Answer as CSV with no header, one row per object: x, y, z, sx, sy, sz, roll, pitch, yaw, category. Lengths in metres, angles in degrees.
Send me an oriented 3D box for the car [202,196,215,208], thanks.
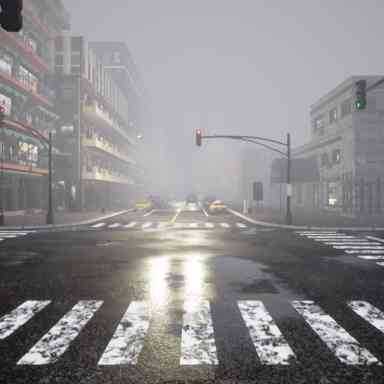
2.671,1.611,44.987,1.802,1.307,4.206,0,0,0,car

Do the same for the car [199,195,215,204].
2.670,1.351,50.526,2.192,1.841,5.009,0,0,0,car

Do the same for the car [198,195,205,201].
2.650,1.632,89.471,1.752,1.417,4.829,0,0,0,car

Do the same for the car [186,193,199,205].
-0.028,1.403,60.684,2.097,1.767,4.553,0,0,0,car

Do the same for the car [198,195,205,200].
2.648,1.670,94.840,2.008,1.369,4.403,0,0,0,car

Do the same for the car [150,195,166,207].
-5.711,1.351,50.522,2.192,1.841,5.009,0,0,0,car

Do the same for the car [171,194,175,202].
-5.725,1.628,78.218,1.887,1.381,4.507,0,0,0,car

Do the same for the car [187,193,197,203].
-0.032,1.182,70.747,2.150,2.045,5.566,0,0,0,car

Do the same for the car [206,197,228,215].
2.677,1.544,34.079,1.752,1.417,4.829,0,0,0,car

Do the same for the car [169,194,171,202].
-5.719,1.587,66.969,1.752,1.417,4.829,0,0,0,car

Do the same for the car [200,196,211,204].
2.661,1.612,67.144,2.008,1.369,4.403,0,0,0,car

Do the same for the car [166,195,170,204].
-5.717,1.603,61.600,2.008,1.369,4.403,0,0,0,car

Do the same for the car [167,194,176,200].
-5.732,1.434,94.836,2.192,1.841,5.009,0,0,0,car

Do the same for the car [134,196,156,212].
-5.706,1.549,39.273,1.752,1.417,4.829,0,0,0,car
